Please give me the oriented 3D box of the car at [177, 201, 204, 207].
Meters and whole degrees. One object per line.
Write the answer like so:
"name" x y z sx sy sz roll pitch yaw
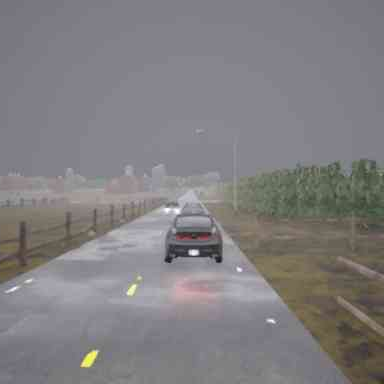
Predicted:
"car" 0.068 1.571 27.770 1.994 1.385 4.181 0 0 0

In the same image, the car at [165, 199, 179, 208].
"car" -2.843 1.609 48.474 1.895 1.301 4.718 0 0 0

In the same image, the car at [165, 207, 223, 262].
"car" 0.067 1.509 12.151 1.837 1.490 4.892 0 0 0
